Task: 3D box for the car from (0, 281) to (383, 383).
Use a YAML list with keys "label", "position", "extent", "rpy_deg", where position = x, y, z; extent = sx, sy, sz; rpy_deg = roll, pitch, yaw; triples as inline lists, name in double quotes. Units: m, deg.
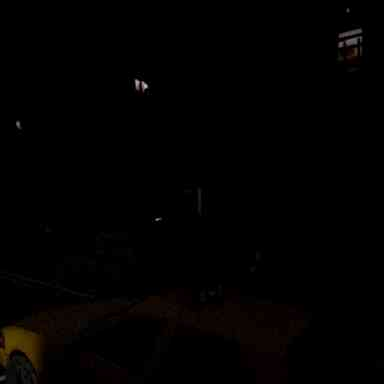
- label: "car"
  position: [-0.076, 1.524, 3.110]
  extent: [4.829, 1.417, 1.752]
  rpy_deg: [0, -1, 36]
